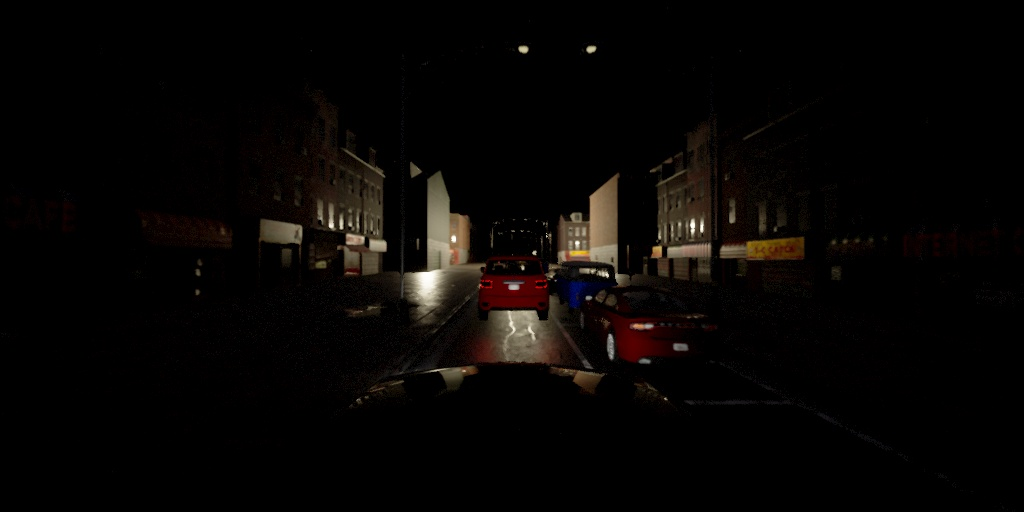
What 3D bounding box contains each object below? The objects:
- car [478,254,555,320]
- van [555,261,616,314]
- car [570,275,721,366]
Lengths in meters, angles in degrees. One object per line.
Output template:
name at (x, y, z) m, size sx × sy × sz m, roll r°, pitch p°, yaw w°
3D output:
car at (0.029, 0.966, 12.724) m, size 2.150 × 2.045 × 5.566 m, roll 0°, pitch 0°, yaw -1°
van at (2.639, 1.084, 13.391) m, size 1.690 × 1.789 × 3.998 m, roll 0°, pitch 0°, yaw 0°
car at (2.639, 1.292, 7.850) m, size 1.888 × 1.381 × 4.507 m, roll 0°, pitch 0°, yaw 0°
